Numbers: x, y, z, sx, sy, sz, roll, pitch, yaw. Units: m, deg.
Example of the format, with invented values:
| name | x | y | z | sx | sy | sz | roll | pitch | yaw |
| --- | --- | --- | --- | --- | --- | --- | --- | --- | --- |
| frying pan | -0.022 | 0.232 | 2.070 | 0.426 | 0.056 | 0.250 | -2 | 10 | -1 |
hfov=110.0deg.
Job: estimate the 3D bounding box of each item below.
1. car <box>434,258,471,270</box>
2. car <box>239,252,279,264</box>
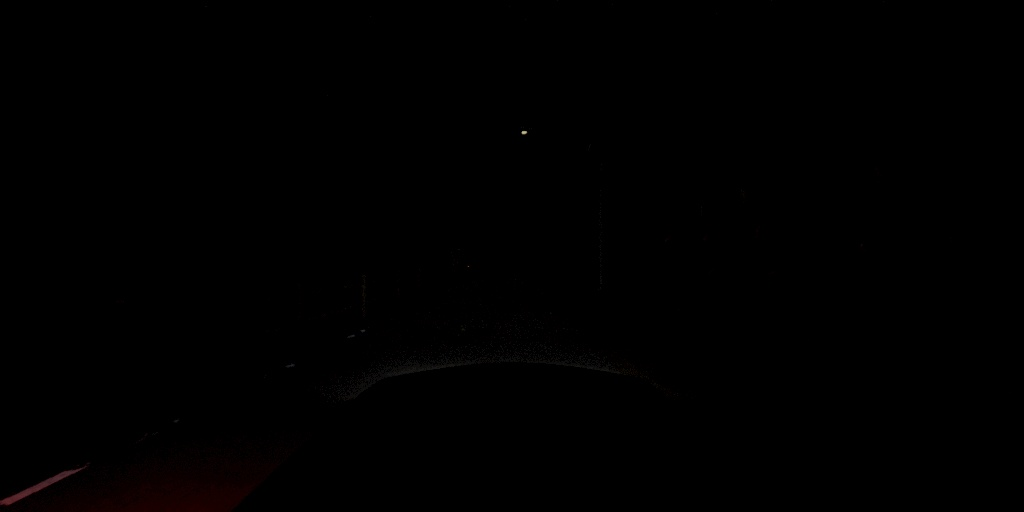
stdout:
| name | x | y | z | sx | sy | sz | roll | pitch | yaw |
| --- | --- | --- | --- | --- | --- | --- | --- | --- | --- |
| car | -7.957 | 1.027 | 48.171 | 4.892 | 1.490 | 1.837 | 2 | -3 | 0 |
| car | -33.955 | 0.184 | 48.232 | 4.902 | 1.511 | 2.128 | 2 | -3 | 0 |
